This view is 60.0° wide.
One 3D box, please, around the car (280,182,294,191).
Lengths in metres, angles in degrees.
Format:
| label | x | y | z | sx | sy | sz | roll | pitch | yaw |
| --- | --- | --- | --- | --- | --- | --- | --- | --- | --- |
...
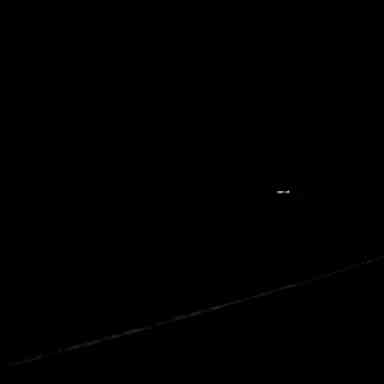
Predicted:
| label | x | y | z | sx | sy | sz | roll | pitch | yaw |
| --- | --- | --- | --- | --- | --- | --- | --- | --- | --- |
| car | 18.754 | -1.226 | 65.455 | 2.097 | 1.767 | 4.553 | -3 | 3 | 26 |

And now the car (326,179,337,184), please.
| label | x | y | z | sx | sy | sz | roll | pitch | yaw |
| --- | --- | --- | --- | --- | --- | --- | --- | --- | --- |
| car | 31.604 | -2.556 | 76.279 | 4.181 | 1.385 | 1.994 | -5 | 3 | -20 |
